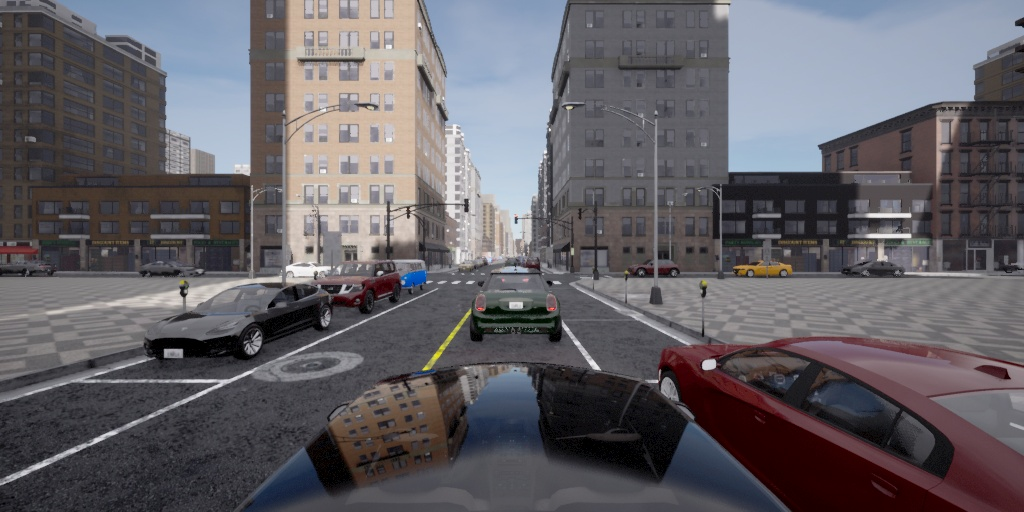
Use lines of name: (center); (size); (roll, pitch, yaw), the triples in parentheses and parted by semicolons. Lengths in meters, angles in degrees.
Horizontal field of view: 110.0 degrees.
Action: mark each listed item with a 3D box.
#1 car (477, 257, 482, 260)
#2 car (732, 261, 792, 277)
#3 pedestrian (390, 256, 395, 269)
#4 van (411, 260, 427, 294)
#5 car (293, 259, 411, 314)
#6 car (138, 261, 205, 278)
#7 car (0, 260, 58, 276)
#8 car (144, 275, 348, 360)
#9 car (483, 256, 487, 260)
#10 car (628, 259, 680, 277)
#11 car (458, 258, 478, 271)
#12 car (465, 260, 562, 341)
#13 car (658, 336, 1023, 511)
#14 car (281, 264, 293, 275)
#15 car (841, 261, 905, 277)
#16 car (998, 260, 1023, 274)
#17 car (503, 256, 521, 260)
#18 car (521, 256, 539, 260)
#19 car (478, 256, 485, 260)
car: (-5.907, 1.237, 52.343); (1.948, 1.339, 4.313); (0, 0, 0)
car: (23.691, 1.190, 34.074); (5.008, 1.535, 1.882); (0, 0, 1)
pedestrian: (-12.586, 0.845, 37.629); (0.375, 1.860, 0.375); (0, 0, 1)
van: (-5.875, 1.088, 19.670); (1.690, 1.789, 3.998); (0, 0, 0)
car: (-5.870, 1.064, 14.029); (2.192, 1.841, 5.009); (0, 0, 0)
car: (-29.926, 1.200, 31.641); (4.902, 1.511, 2.128); (0, 0, 1)
car: (-47.586, 1.184, 35.045); (4.902, 1.511, 2.128); (0, 0, 1)
car: (-5.864, 1.315, 8.388); (1.948, 1.339, 4.313); (0, 0, 0)
car: (-5.918, 1.165, 63.483); (1.751, 1.417, 4.829); (0, 0, 0)
car: (13.427, 1.059, 34.229); (4.553, 1.767, 2.097); (0, 0, 1)
car: (-5.901, 1.211, 46.518); (1.751, 1.417, 4.829); (0, 0, 0)
car: (0.090, 1.102, 10.005); (2.097, 1.767, 4.553); (0, 0, 0)
car: (2.667, 1.295, 2.731); (1.888, 1.381, 4.507); (0, 0, 0)
car: (-17.658, 1.233, 31.464); (4.674, 1.442, 1.812); (0, 0, 1)
car: (34.077, 1.226, 33.917); (4.892, 1.490, 1.837); (0, 0, 1)
car: (49.314, 0.934, 33.608); (5.357, 1.411, 2.033); (0, 0, 1)
car: (0.049, 1.016, 54.796); (2.097, 1.767, 4.553); (0, 0, 0)
car: (2.625, 1.001, 46.669); (2.192, 1.841, 5.009); (0, 0, 0)
car: (-5.912, 1.181, 57.828); (1.751, 1.417, 4.829); (0, 0, 0)
